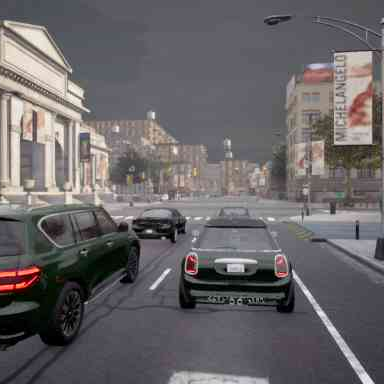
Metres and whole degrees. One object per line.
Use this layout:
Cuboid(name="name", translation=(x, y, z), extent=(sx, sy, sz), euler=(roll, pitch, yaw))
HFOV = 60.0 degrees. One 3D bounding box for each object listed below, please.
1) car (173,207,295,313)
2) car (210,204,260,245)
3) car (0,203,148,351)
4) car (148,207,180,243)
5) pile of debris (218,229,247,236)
Cuboid(name="car", translation=(1.015, 1.352, 7.930), extent=(2.097, 1.767, 4.553), euler=(0, 0, 7))
Cuboid(name="car", translation=(2.149, 1.489, 16.779), extent=(2.128, 1.511, 4.902), euler=(0, 0, 7))
Cuboid(name="car", translation=(-2.665, 1.221, 6.563), extent=(2.150, 2.045, 5.566), euler=(0, 0, 6))
Cuboid(name="car", translation=(-1.447, 1.478, 16.237), extent=(1.882, 1.535, 5.008), euler=(0, 0, 8))
Cuboid(name="pile of debris", translation=(2.206, 2.175, 18.015), extent=(1.500, 0.140, 1.860), euler=(0, 0, 8))
